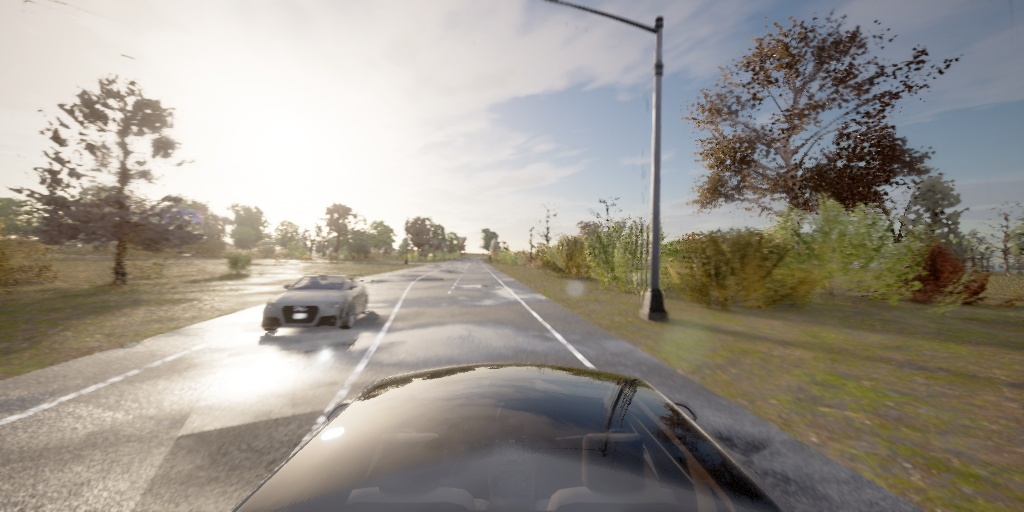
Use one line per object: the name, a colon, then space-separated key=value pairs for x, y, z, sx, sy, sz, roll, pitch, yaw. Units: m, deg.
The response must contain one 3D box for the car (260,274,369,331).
car: x=-5.494 y=1.241 z=10.517 sx=1.994 sy=1.385 sz=4.181 roll=1 pitch=0 yaw=-13
